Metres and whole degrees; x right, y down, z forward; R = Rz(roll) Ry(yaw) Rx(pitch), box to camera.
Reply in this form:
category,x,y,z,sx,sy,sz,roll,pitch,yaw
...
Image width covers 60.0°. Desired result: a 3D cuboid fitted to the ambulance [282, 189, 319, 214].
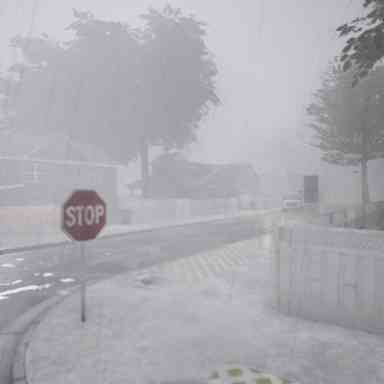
category,x,y,z,sx,sy,sz,roll,pitch,yaw
ambulance,11.632,0.923,35.551,2.351,2.431,6.366,-1,0,36
